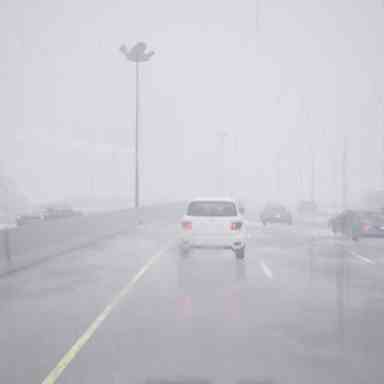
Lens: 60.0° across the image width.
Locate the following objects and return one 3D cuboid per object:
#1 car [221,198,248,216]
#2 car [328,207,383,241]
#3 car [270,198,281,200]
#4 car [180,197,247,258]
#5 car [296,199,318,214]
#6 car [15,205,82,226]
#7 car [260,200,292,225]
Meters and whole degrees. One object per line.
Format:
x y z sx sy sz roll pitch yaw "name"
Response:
4.275 1.424 32.715 2.128 1.511 4.902 0 0 13 "car"
8.251 1.532 16.269 2.033 1.411 5.357 0 0 7 "car"
10.422 1.455 41.574 1.812 1.442 4.674 0 0 17 "car"
0.853 1.192 12.899 2.150 2.045 5.566 0 0 6 "car"
12.055 1.443 34.832 2.128 1.511 4.902 0 0 15 "car"
-8.901 1.522 21.065 1.895 1.301 4.718 0 0 9 "car"
5.918 1.524 23.664 1.994 1.385 4.181 0 0 10 "car"
